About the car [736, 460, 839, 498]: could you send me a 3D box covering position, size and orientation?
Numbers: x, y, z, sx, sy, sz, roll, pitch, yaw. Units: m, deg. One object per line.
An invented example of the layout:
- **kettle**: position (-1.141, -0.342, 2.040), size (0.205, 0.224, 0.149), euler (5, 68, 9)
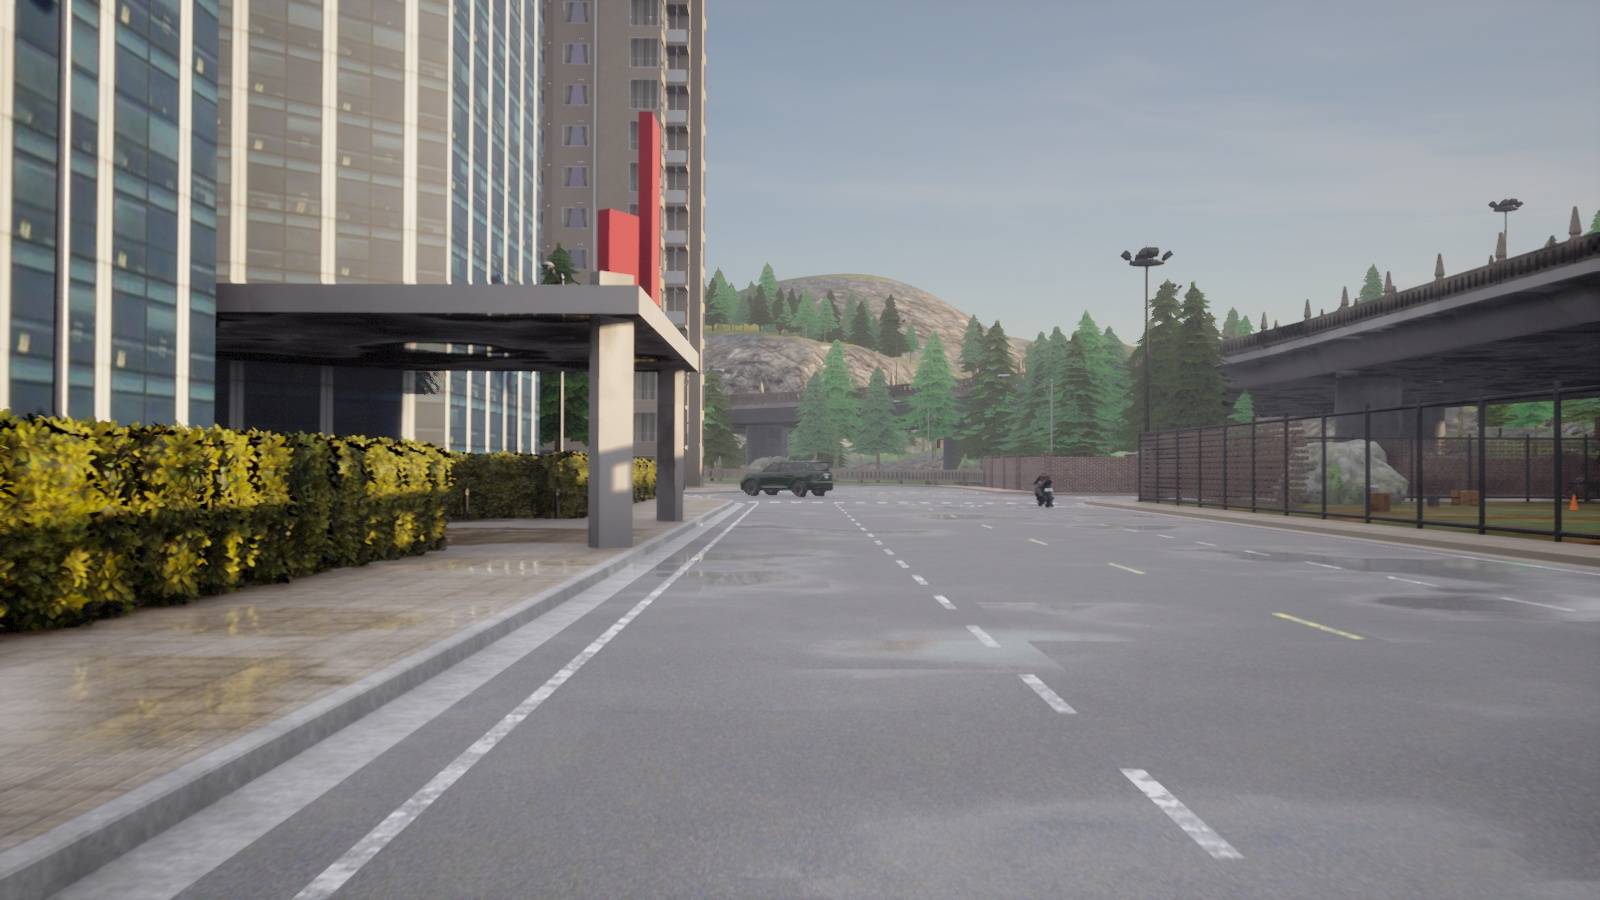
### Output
- **car**: position (-0.739, 1.620, 71.074), size (5.566, 2.045, 2.150), euler (-1, -1, 34)

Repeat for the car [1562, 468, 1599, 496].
- **car**: position (44.737, 1.756, 69.370), size (4.193, 1.474, 1.816), euler (0, -1, 0)

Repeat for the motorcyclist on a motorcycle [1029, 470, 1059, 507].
- **motorcyclist on a motorcycle**: position (10.373, 1.617, 53.427), size (0.866, 1.530, 2.191), euler (0, -1, 0)
